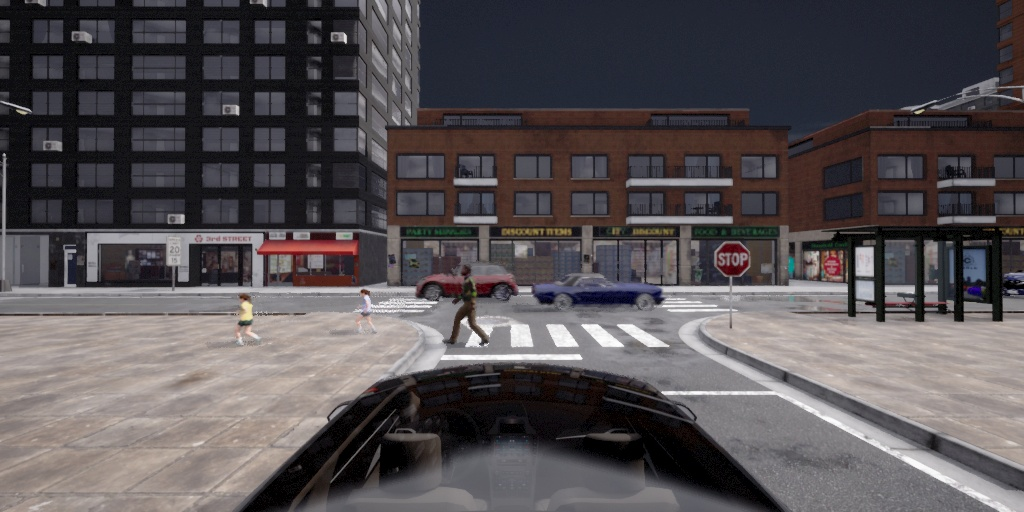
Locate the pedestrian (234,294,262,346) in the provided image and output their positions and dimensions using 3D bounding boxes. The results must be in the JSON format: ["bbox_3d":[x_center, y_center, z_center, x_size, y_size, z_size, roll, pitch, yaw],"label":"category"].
[{"bbox_3d":[-5.336,1.256,7.240,0.500,1.100,0.500,0,0,0],"label":"pedestrian"}]

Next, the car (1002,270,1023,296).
[{"bbox_3d":[25.289,1.060,16.519,4.553,1.767,2.097,0,0,0],"label":"car"}]

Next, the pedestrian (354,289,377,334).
[{"bbox_3d":[-3.424,1.267,8.437,0.500,1.100,0.500,0,0,0],"label":"pedestrian"}]

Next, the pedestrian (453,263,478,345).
[{"bbox_3d":[-1.002,1.044,7.841,0.375,1.860,0.375,0,0,0],"label":"pedestrian"}]

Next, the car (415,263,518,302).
[{"bbox_3d":[-2.024,1.111,16.413,4.553,1.767,2.097,0,0,0],"label":"car"}]

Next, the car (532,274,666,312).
[{"bbox_3d":[3.143,1.332,13.474,4.718,1.301,1.895,0,0,0],"label":"car"}]
